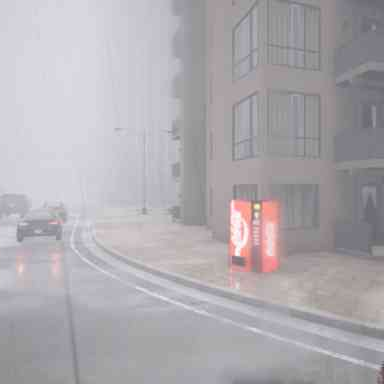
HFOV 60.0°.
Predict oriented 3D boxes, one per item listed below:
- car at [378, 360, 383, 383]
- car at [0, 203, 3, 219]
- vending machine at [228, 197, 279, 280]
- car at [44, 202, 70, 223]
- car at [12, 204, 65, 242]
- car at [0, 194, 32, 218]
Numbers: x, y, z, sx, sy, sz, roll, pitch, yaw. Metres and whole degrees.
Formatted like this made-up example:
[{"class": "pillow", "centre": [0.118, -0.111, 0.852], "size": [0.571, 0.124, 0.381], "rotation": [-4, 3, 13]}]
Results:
[{"class": "car", "centre": [3.566, 1.351, 1.772], "size": [4.553, 1.767, 2.097], "rotation": [0, 0, 31]}, {"class": "car", "centre": [-11.343, 1.526, 17.136], "size": [1.812, 1.442, 4.674], "rotation": [0, 0, -20]}, {"class": "vending machine", "centre": [1.700, 1.195, 9.166], "size": [1.100, 2.100, 0.880], "rotation": [0, 0, -42]}, {"class": "car", "centre": [-10.340, 1.492, 24.987], "size": [2.128, 1.511, 4.902], "rotation": [0, 0, -18]}, {"class": "car", "centre": [-7.420, 1.526, 16.432], "size": [1.812, 1.442, 4.674], "rotation": [0, 0, -21]}, {"class": "car", "centre": [-15.744, 1.219, 29.737], "size": [2.150, 2.045, 5.566], "rotation": [0, 0, -21]}]
